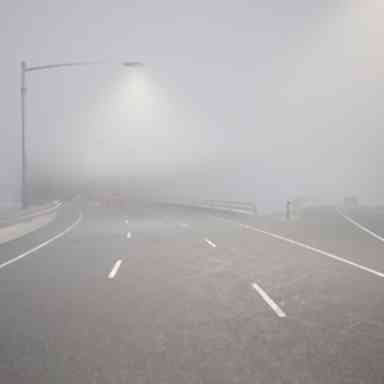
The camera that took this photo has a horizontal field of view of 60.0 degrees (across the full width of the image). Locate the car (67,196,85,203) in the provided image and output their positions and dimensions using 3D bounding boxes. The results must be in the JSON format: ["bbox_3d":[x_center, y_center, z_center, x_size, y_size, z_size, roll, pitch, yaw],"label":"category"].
[{"bbox_3d":[-22.522,1.444,64.578,1.895,1.301,4.718,-1,0,-39],"label":"car"}]

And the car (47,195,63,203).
[{"bbox_3d":[-26.145,1.389,63.512,1.837,1.490,4.892,-1,0,-41],"label":"car"}]

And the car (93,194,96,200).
[{"bbox_3d":[-20.854,1.141,68.103,1.837,1.490,4.892,-1,0,-41],"label":"car"}]

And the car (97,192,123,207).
[{"bbox_3d":[-11.380,1.058,47.239,2.150,2.045,5.566,-1,0,-27],"label":"car"}]

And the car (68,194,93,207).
[{"bbox_3d":[-16.687,1.354,49.535,1.882,1.535,5.008,-1,0,-29],"label":"car"}]

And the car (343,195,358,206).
[{"bbox_3d":[24.004,1.255,50.285,1.882,1.535,5.008,-1,-2,26],"label":"car"}]
